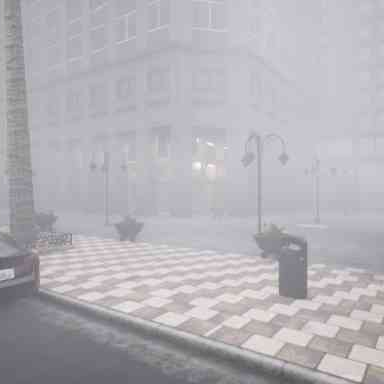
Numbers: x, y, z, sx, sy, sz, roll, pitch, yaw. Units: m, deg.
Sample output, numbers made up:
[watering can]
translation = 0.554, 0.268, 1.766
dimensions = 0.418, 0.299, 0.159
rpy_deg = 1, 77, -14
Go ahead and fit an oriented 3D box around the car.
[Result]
[car]
translation = -5.249, 1.513, 7.203
dimensions = 4.786, 1.482, 2.161
rpy_deg = 0, 0, 35
